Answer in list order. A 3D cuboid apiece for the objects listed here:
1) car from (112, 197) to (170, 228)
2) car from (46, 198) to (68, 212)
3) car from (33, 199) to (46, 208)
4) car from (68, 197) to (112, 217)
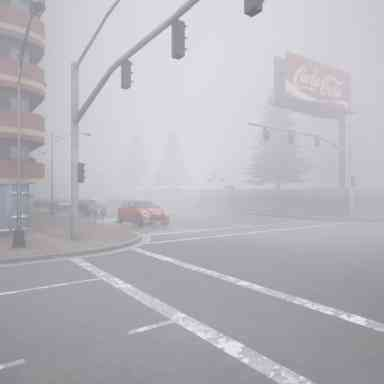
[{"bbox_3d":[-3.381,1.351,22.611,2.097,1.767,4.553,0,0,-36],"label":"car"},{"bbox_3d":[-15.323,1.478,39.107,1.882,1.535,5.008,0,0,-36],"label":"car"},{"bbox_3d":[-21.261,1.601,47.367,1.895,1.301,4.718,0,0,-35],"label":"car"},{"bbox_3d":[-9.633,1.492,31.238,2.128,1.511,4.902,0,0,-36],"label":"car"}]
